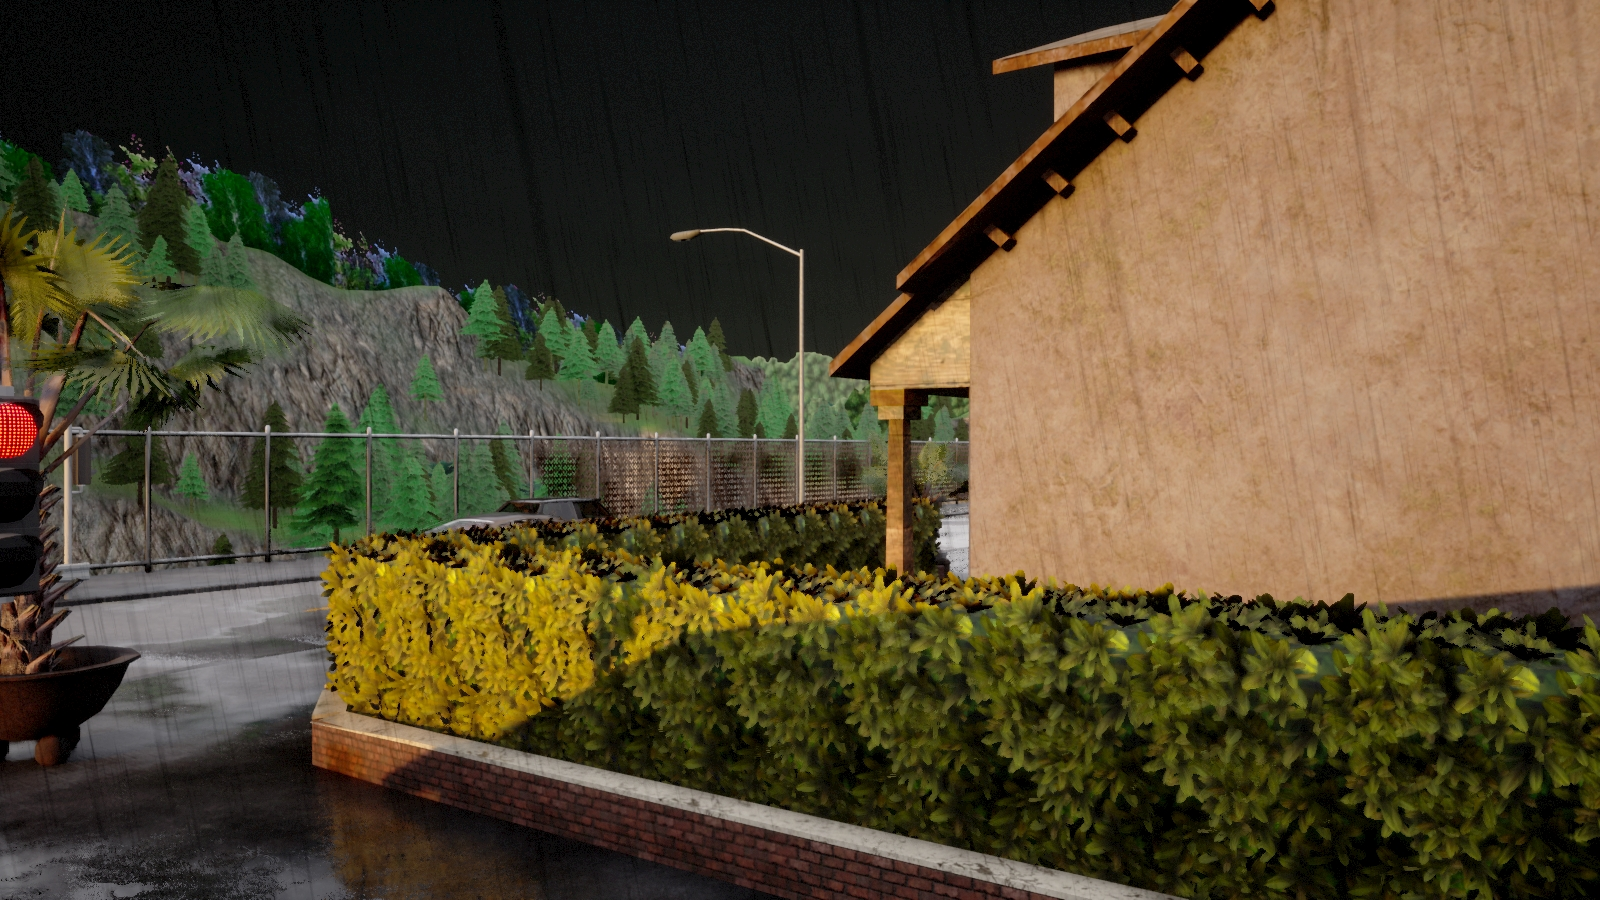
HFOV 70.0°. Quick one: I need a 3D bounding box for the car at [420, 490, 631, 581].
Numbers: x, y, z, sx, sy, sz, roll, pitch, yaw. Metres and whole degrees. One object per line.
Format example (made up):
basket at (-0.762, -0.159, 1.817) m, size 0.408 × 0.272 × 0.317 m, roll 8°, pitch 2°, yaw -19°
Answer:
car at (-6.312, 1.906, 26.765) m, size 2.097 × 1.767 × 4.553 m, roll 0°, pitch 0°, yaw 35°
